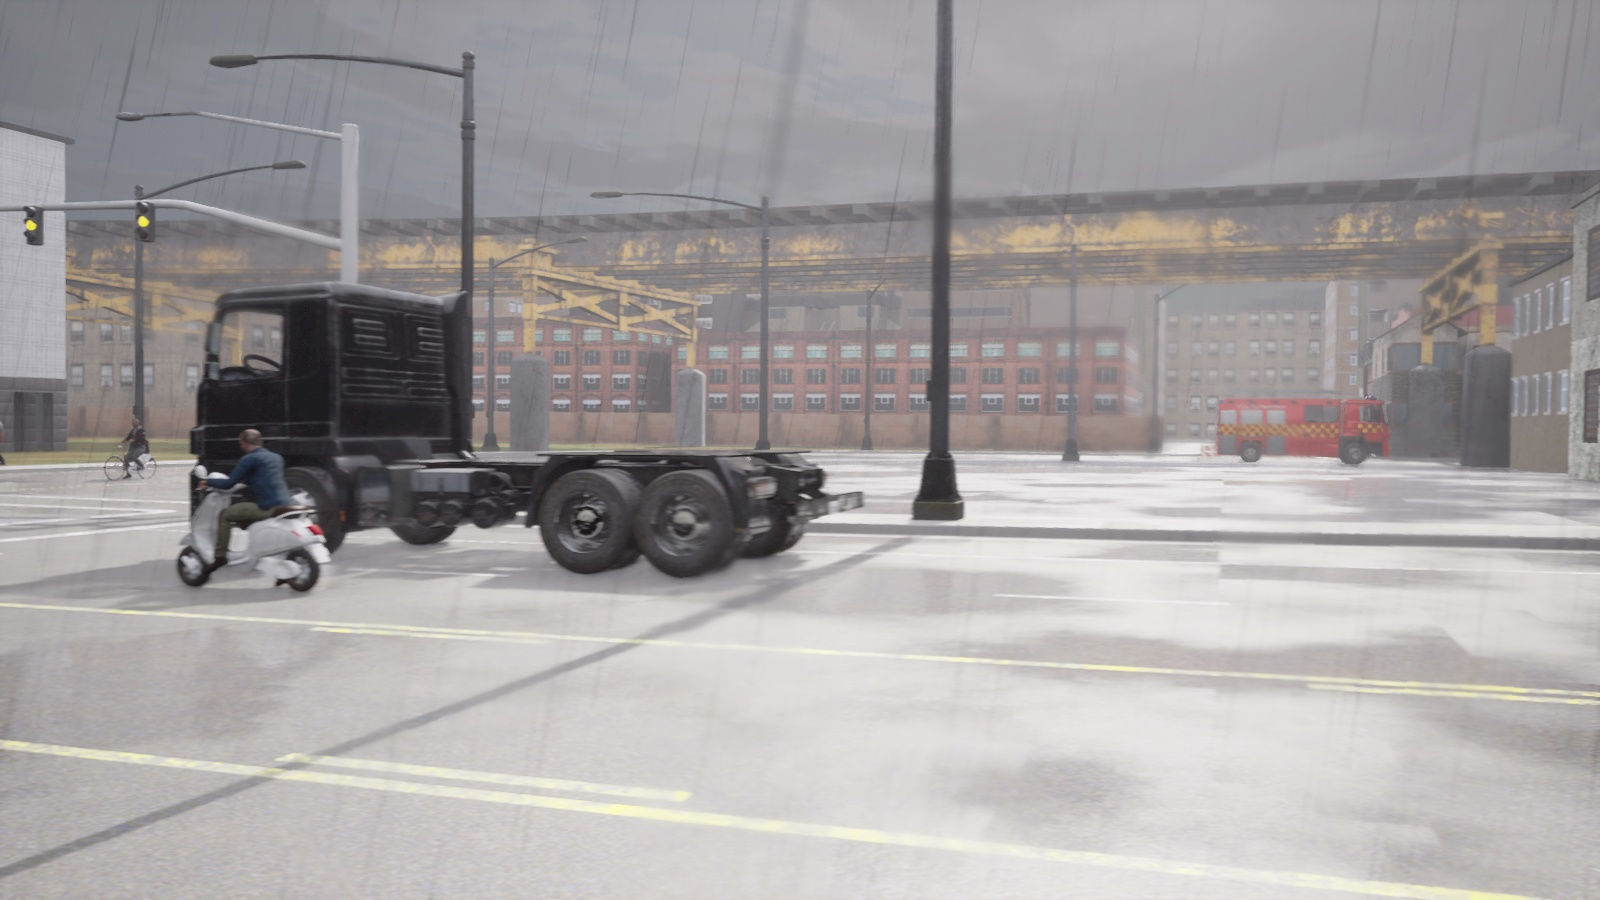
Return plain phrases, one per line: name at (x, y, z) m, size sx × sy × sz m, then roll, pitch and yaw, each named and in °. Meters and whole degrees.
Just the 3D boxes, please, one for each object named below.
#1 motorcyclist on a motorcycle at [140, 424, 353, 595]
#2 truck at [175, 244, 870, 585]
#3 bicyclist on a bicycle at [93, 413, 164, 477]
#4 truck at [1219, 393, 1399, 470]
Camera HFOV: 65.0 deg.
motorcyclist on a motorcycle at (-5.464, 0.545, 12.413) m, size 1.817 × 1.590 × 0.866 m, roll 1°, pitch 1°, yaw 19°
truck at (-3.376, -0.425, 15.389) m, size 7.936 × 3.462 × 2.891 m, roll 1°, pitch 1°, yaw 19°
bicyclist on a bicycle at (-19.177, -0.158, 35.893) m, size 0.659 × 1.776 × 1.843 m, roll 1°, pitch 1°, yaw 18°
truck at (26.560, -1.002, 65.987) m, size 8.468 × 3.827 × 2.891 m, roll 1°, pitch 1°, yaw 18°
